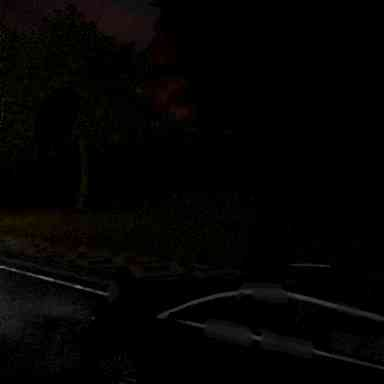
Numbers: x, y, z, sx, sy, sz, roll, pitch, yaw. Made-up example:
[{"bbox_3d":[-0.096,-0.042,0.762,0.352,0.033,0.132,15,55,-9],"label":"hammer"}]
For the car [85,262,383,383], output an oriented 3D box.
[{"bbox_3d":[0.954,1.495,3.311,4.902,1.511,2.128,0,0,36],"label":"car"}]
